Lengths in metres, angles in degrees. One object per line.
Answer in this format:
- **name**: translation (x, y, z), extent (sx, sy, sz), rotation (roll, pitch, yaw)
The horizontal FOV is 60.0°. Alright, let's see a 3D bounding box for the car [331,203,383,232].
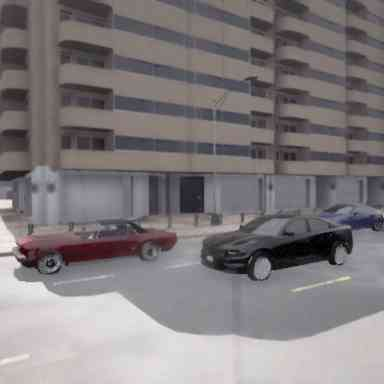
- **car**: translation (7.894, 1.326, 16.996), extent (4.674, 1.442, 1.812), rotation (-1, 0, -31)

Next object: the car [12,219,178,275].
- **car**: translation (-2.926, 1.538, 10.363), extent (4.718, 1.301, 1.895), rotation (-1, 1, -32)

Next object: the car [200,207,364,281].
- **car**: translation (2.573, 1.379, 9.659), extent (5.008, 1.535, 1.882), rotation (-1, 0, -32)
